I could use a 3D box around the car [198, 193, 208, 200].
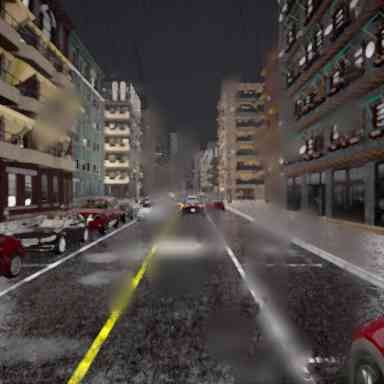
[{"bbox_3d":[2.566,1.053,78.781,2.008,1.369,4.403,1,0,0],"label":"car"}]

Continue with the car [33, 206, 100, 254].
[{"bbox_3d":[-5.307,1.470,12.916,2.008,1.369,4.403,1,0,0],"label":"car"}]

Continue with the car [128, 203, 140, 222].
[{"bbox_3d":[-5.309,1.416,24.014,1.947,1.339,4.313,1,0,0],"label":"car"}]

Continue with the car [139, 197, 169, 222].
[{"bbox_3d":[-2.850,1.372,24.506,1.812,1.442,4.674,0,0,0],"label":"car"}]

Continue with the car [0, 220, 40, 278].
[{"bbox_3d":[-5.307,1.536,7.367,1.802,1.307,4.206,1,0,0],"label":"car"}]

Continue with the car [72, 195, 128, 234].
[{"bbox_3d":[-5.305,1.200,18.463,2.192,1.841,5.009,1,0,0],"label":"car"}]

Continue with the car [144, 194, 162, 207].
[{"bbox_3d":[-5.318,1.150,46.209,1.967,1.590,4.097,1,0,0],"label":"car"}]

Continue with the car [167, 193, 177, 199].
[{"bbox_3d":[-5.314,0.992,84.251,1.752,1.417,4.829,1,0,0],"label":"car"}]

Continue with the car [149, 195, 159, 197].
[{"bbox_3d":[-5.315,1.327,40.660,1.802,1.307,4.206,1,0,0],"label":"car"}]

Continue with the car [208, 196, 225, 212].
[{"bbox_3d":[2.570,1.362,35.134,1.802,1.307,4.206,1,0,0],"label":"car"}]

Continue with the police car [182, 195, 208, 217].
[{"bbox_3d":[0.095,1.318,29.339,2.038,1.542,4.974,0,0,0],"label":"police car"}]

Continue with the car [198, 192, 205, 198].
[{"bbox_3d":[2.566,0.869,90.122,1.967,1.590,4.097,1,0,0],"label":"car"}]

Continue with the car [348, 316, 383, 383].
[{"bbox_3d":[2.575,1.428,1.840,1.967,1.590,4.097,1,0,0],"label":"car"}]

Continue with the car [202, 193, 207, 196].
[{"bbox_3d":[2.572,1.185,40.683,1.967,1.590,4.097,1,0,0],"label":"car"}]

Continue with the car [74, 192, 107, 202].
[{"bbox_3d":[-17.568,0.871,57.717,5.009,1.841,2.192,0,0,0],"label":"car"}]

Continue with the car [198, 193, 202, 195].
[{"bbox_3d":[0.056,1.197,44.720,1.882,1.535,5.008,0,0,0],"label":"car"}]

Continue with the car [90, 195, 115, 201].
[{"bbox_3d":[-17.630,1.169,65.595,4.313,1.339,1.947,0,0,0],"label":"car"}]
